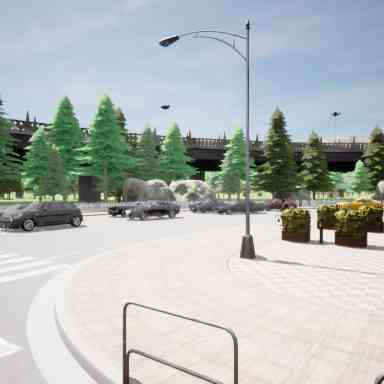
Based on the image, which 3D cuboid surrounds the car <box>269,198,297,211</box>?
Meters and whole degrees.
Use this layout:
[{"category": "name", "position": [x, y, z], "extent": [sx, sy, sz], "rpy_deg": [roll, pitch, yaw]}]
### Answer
[{"category": "car", "position": [9.980, 1.470, 38.799], "extent": [4.674, 1.442, 1.812], "rpy_deg": [0, 0, -15]}]

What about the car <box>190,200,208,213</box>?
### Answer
[{"category": "car", "position": [1.853, 1.508, 35.367], "extent": [4.181, 1.385, 1.994], "rpy_deg": [0, 0, -29]}]

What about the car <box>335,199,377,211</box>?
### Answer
[{"category": "car", "position": [19.756, 1.509, 40.175], "extent": [4.181, 1.385, 1.994], "rpy_deg": [0, 0, 0]}]

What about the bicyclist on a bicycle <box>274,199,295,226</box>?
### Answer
[{"category": "bicyclist on a bicycle", "position": [5.554, 1.245, 19.593], "extent": [0.582, 1.620, 1.656], "rpy_deg": [0, 0, -44]}]

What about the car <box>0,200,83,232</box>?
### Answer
[{"category": "car", "position": [-8.967, 1.297, 20.069], "extent": [2.097, 1.767, 4.553], "rpy_deg": [0, 0, 37]}]

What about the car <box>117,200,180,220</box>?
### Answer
[{"category": "car", "position": [-3.171, 1.436, 27.140], "extent": [4.902, 1.511, 2.128], "rpy_deg": [0, 0, -44]}]

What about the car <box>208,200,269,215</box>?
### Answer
[{"category": "car", "position": [4.656, 1.492, 33.064], "extent": [5.357, 1.411, 2.033], "rpy_deg": [0, 0, -26]}]

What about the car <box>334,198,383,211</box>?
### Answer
[{"category": "car", "position": [18.313, 1.422, 36.696], "extent": [5.008, 1.535, 1.882], "rpy_deg": [0, 0, -1]}]

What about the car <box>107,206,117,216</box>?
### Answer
[{"category": "car", "position": [-5.238, 1.545, 30.079], "extent": [4.718, 1.301, 1.895], "rpy_deg": [0, 0, -44]}]
